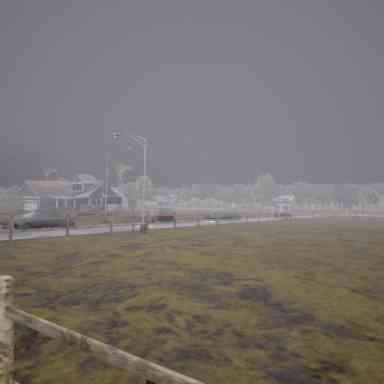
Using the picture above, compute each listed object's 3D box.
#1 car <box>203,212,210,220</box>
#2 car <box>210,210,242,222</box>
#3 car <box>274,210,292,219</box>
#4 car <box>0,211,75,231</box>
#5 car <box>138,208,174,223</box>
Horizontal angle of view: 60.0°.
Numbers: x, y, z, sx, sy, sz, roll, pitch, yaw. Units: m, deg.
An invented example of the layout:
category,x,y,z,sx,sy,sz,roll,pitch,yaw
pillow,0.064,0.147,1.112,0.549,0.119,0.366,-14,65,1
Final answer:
category,x,y,z,sx,sy,sz,roll,pitch,yaw
car,3.310,3.219,45.905,1.994,1.385,4.181,0,-3,35
car,4.807,3.079,42.953,2.128,1.511,4.902,0,-2,35
car,16.299,3.914,59.190,1.882,1.535,5.008,0,-3,35
car,-11.509,2.158,25.003,2.033,1.411,5.357,0,-2,35
car,-3.743,2.501,35.979,2.097,1.767,4.553,0,-2,35
